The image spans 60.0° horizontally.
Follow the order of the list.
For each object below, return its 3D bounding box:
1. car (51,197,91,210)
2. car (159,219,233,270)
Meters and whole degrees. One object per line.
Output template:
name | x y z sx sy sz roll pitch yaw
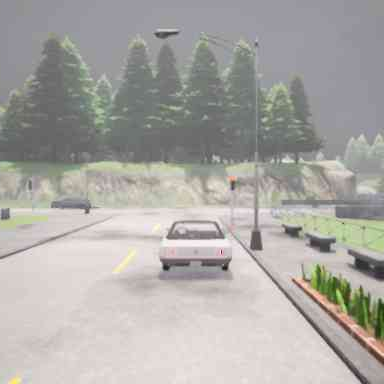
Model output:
car | -13.429 1.228 37.003 4.181 1.385 1.994 0 1 3
car | 0.098 1.504 10.563 1.895 1.301 4.718 0 1 0
